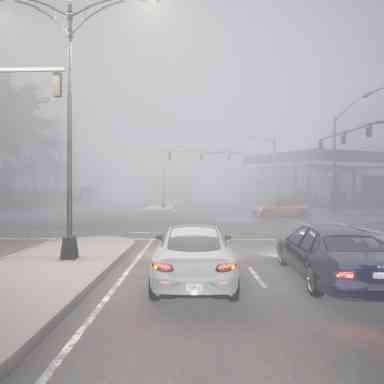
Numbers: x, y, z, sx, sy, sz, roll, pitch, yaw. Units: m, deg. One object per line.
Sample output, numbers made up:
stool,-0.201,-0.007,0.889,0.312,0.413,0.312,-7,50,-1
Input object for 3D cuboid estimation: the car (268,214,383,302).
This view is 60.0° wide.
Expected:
car,3.518,1.545,8.483,2.033,1.411,5.357,0,0,3

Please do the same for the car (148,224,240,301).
car,0.039,1.516,8.178,1.812,1.442,4.674,0,0,0

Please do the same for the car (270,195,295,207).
car,12.929,1.261,47.798,2.242,1.667,4.611,0,0,0

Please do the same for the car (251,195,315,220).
car,7.161,1.332,27.024,4.553,1.767,2.097,0,0,-6

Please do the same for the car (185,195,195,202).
car,-0.428,1.428,72.796,1.812,1.442,4.674,0,0,0

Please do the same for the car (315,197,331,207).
car,18.669,1.433,48.595,1.970,1.475,3.806,0,0,0
